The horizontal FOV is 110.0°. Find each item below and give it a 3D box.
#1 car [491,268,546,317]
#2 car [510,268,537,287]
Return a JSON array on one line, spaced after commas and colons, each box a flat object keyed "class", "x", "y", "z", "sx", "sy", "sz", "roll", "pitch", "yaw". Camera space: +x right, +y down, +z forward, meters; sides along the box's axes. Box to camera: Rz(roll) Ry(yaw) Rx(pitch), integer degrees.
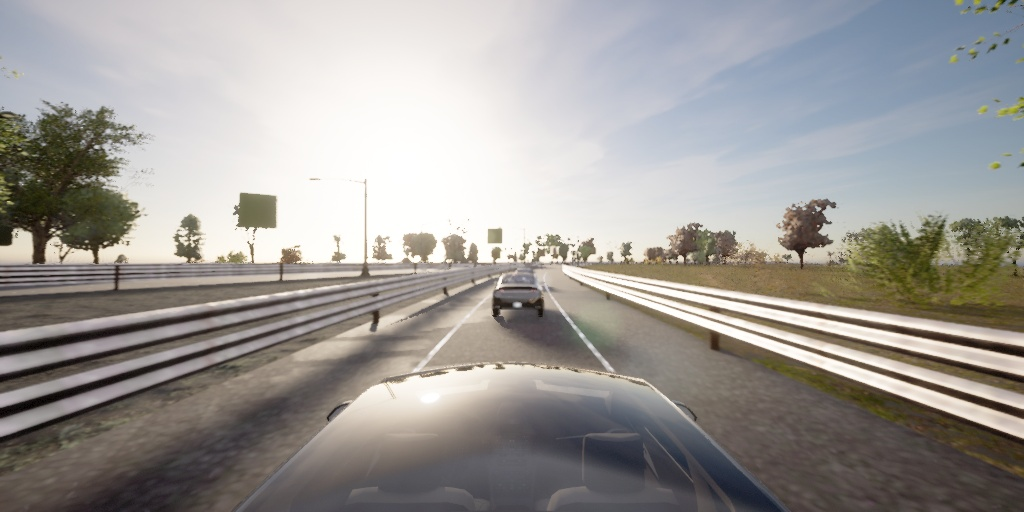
[{"class": "car", "x": 0.279, "y": 1.405, "z": 14.052, "sx": 2.128, "sy": 1.511, "sz": 4.902, "roll": 0, "pitch": -1, "yaw": 2}, {"class": "car", "x": 1.018, "y": 1.677, "z": 29.105, "sx": 1.994, "sy": 1.385, "sz": 4.181, "roll": 0, "pitch": -1, "yaw": 4}]
